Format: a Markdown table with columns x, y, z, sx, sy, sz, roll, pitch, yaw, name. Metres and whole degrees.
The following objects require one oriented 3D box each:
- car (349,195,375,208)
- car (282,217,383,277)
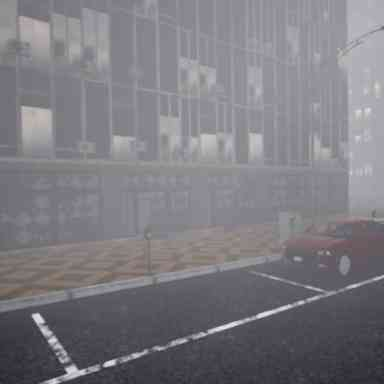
| x | y | z | sx | sy | sz | roll | pitch | yaw | name |
| --- | --- | --- | --- | --- | --- | --- | --- | --- | --- |
| 19.187 | 1.079 | 39.868 | 1.752 | 1.417 | 4.829 | -1 | 1 | -35 | car |
| 4.598 | 1.494 | 10.014 | 4.507 | 1.381 | 1.887 | 0 | -1 | -35 | car |
